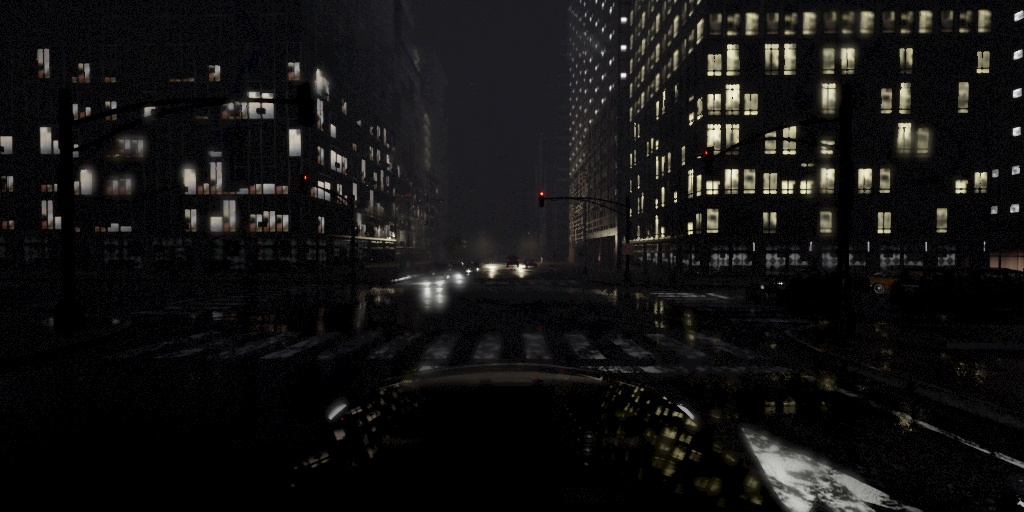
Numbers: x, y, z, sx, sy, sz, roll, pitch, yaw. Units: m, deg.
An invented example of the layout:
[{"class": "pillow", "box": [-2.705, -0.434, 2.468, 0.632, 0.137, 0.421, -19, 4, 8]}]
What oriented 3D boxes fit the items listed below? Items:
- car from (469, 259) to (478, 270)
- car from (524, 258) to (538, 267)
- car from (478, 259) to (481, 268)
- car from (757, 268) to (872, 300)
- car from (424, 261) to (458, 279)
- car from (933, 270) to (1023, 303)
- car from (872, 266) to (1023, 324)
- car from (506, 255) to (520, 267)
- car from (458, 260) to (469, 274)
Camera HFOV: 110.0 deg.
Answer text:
[{"class": "car", "box": [-6.479, 1.263, 51.397, 2.033, 1.411, 5.357, 0, 0, 0]}, {"class": "car", "box": [3.395, 1.228, 63.253, 1.812, 1.442, 4.674, 0, 0, 0]}, {"class": "car", "box": [-6.419, 1.182, 61.737, 1.882, 1.535, 5.008, 0, 0, 1]}, {"class": "car", "box": [15.279, 1.357, 18.270, 4.902, 1.511, 2.128, 1, 1, 2]}, {"class": "car", "box": [-6.533, 1.225, 32.344, 2.128, 1.511, 4.902, 0, 0, 0]}, {"class": "car", "box": [25.103, 1.500, 18.046, 5.357, 1.411, 2.033, 0, 1, 1]}, {"class": "car", "box": [16.215, 1.281, 12.439, 5.009, 1.841, 2.192, 0, 0, 1]}, {"class": "car", "box": [0.144, 0.925, 62.873, 2.150, 2.045, 5.566, 0, 0, 0]}, {"class": "car", "box": [-6.510, 1.326, 41.626, 1.895, 1.301, 4.718, 0, 0, 0]}]
